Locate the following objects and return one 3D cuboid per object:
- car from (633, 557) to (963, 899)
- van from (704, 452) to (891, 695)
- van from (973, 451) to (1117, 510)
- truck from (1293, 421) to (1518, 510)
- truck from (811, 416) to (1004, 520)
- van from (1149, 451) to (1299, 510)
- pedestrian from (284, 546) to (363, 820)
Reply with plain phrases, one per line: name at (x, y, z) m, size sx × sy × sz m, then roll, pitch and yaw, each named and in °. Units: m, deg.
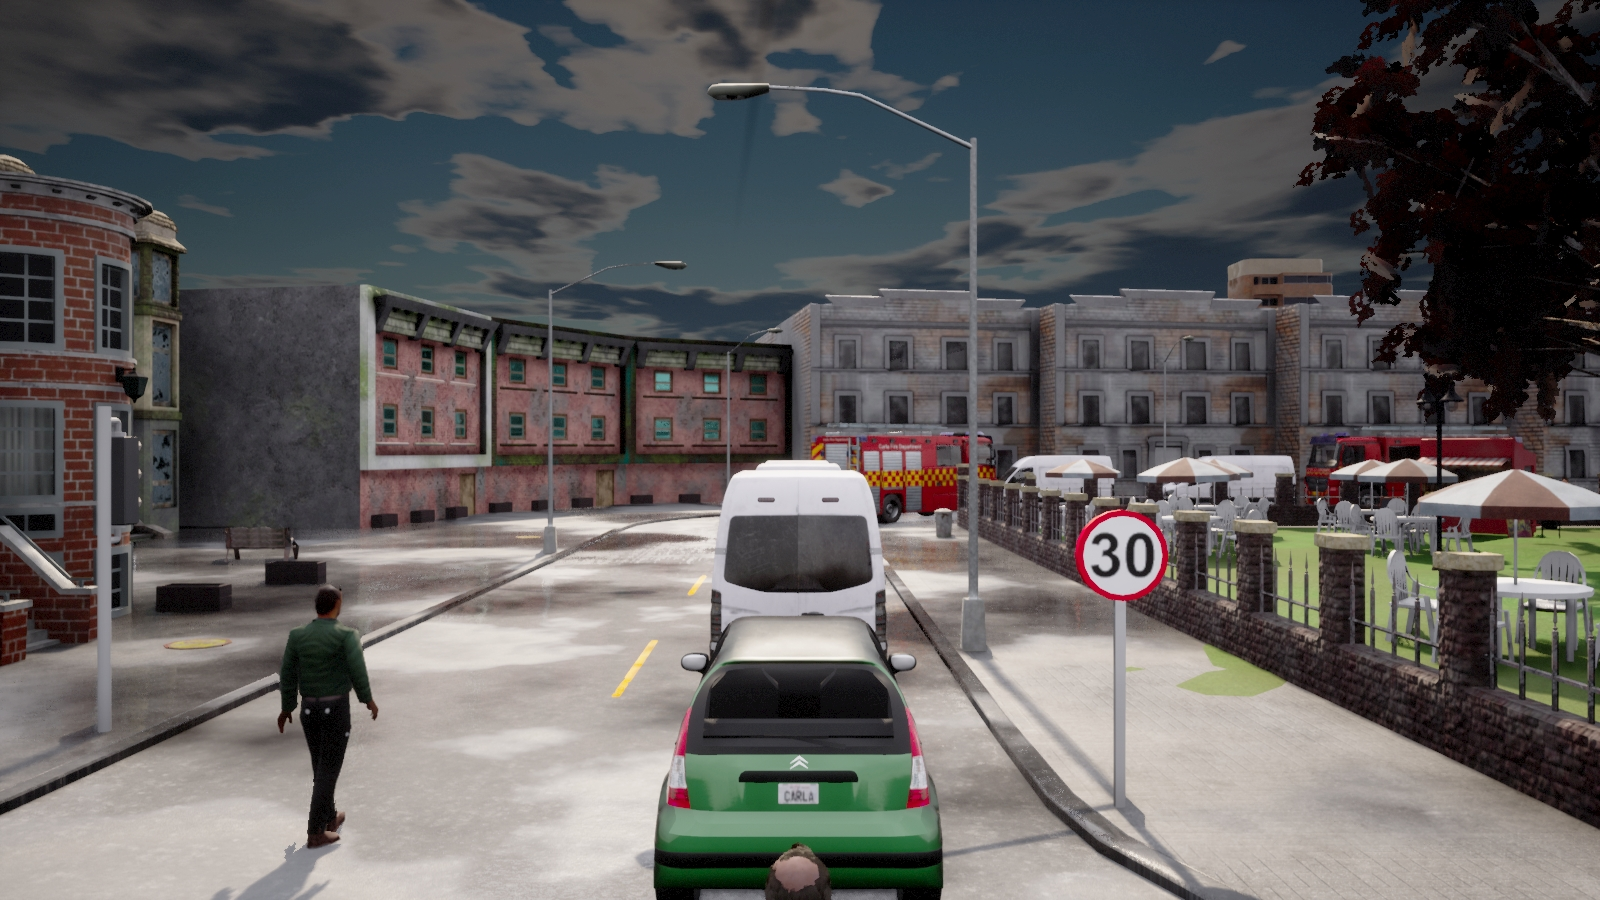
car at (-0.015, 1.779, 8.404) m, size 1.851 × 1.617 × 3.988 m, roll 0°, pitch 0°, yaw 0°
van at (-0.025, 1.315, 15.105) m, size 1.988 × 2.561 × 5.915 m, roll 0°, pitch 0°, yaw 0°
van at (10.768, 1.314, 50.430) m, size 5.915 × 2.561 × 1.988 m, roll 0°, pitch 0°, yaw 0°
truck at (26.739, 0.670, 50.713) m, size 8.468 × 3.827 × 2.891 m, roll 0°, pitch 0°, yaw 0°
truck at (4.502, 0.672, 46.247) m, size 8.468 × 3.827 × 2.891 m, roll 0°, pitch 0°, yaw -43°
van at (18.656, 1.314, 50.452) m, size 5.915 × 2.561 × 1.988 m, roll 0°, pitch 0°, yaw 0°
pedestrian at (-3.383, 1.628, 8.128) m, size 0.375 × 1.860 × 0.375 m, roll 0°, pitch 0°, yaw 10°
